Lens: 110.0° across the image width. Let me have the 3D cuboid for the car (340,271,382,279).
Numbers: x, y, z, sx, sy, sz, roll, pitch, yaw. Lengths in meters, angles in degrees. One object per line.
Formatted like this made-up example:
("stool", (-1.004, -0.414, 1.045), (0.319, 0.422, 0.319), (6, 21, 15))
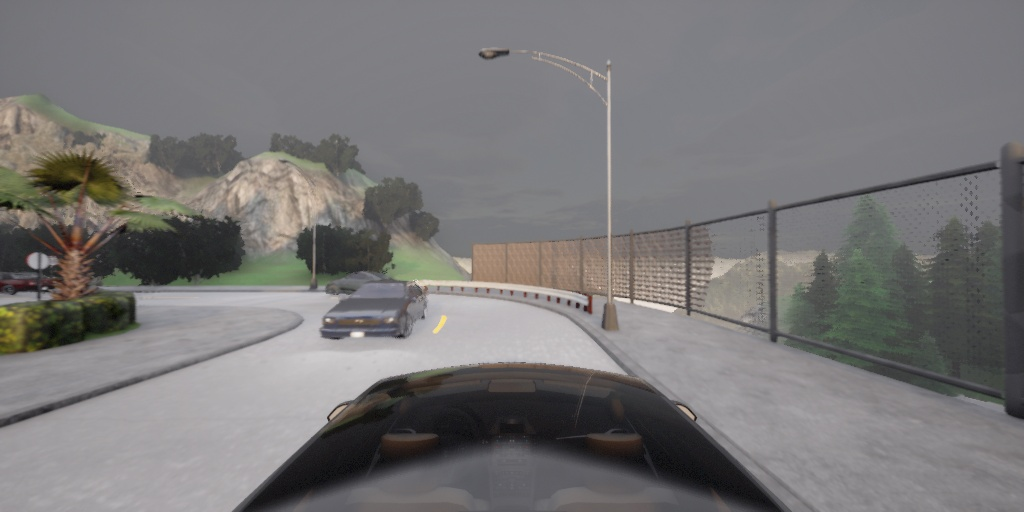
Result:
("car", (-8.550, 1.575, 20.611), (4.181, 1.385, 1.994), (0, -1, 18))

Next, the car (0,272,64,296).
("car", (-29.723, 1.615, 21.088), (4.718, 1.301, 1.895), (0, -1, 0))

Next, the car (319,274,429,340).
("car", (-3.689, 1.423, 10.723), (2.033, 1.411, 5.357), (0, -1, -5))
